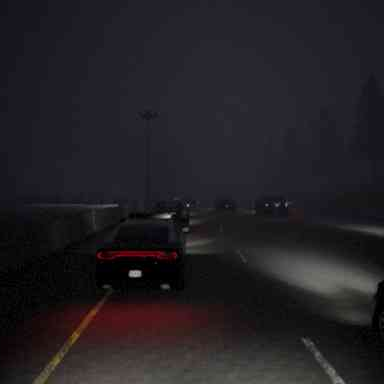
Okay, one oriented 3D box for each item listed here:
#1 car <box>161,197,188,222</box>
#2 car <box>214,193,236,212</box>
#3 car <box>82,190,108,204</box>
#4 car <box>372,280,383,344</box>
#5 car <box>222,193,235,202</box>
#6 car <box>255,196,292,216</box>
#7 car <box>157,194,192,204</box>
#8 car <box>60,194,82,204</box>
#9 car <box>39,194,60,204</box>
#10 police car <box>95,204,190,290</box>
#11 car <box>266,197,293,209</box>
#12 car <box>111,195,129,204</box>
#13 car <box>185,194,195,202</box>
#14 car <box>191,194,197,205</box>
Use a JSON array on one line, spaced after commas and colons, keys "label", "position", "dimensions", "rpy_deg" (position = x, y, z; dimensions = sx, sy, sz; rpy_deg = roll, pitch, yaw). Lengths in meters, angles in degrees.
[{"label": "car", "position": [-1.220, 1.244, 25.139], "dimensions": [1.801, 1.575, 5.366], "rpy_deg": [0, 0, 0]}, {"label": "car", "position": [3.370, 1.188, 34.622], "dimensions": [1.882, 1.535, 5.008], "rpy_deg": [0, 0, 0]}, {"label": "car", "position": [-14.411, 0.774, 50.607], "dimensions": [2.150, 2.045, 5.566], "rpy_deg": [0, 0, 0]}, {"label": "car", "position": [3.571, 1.477, 2.954], "dimensions": [2.128, 1.511, 4.902], "rpy_deg": [0, 0, 0]}, {"label": "car", "position": [6.696, 0.987, 61.939], "dimensions": [1.882, 1.535, 5.008], "rpy_deg": [0, 0, 0]}, {"label": "car", "position": [6.904, 1.114, 29.240], "dimensions": [2.097, 1.767, 4.553], "rpy_deg": [0, 1, 0]}, {"label": "car", "position": [-1.181, 1.194, 18.908], "dimensions": [2.097, 1.767, 4.553], "rpy_deg": [0, 0, 0]}, {"label": "car", "position": [-17.908, 1.075, 50.605], "dimensions": [1.812, 1.442, 4.674], "rpy_deg": [0, 0, 0]}, {"label": "car", "position": [-21.406, 1.050, 50.605], "dimensions": [1.837, 1.490, 4.892], "rpy_deg": [0, 1, 0]}, {"label": "police car", "position": [-1.117, 1.355, 9.028], "dimensions": [1.930, 1.638, 5.238], "rpy_deg": [0, 1, 0]}, {"label": "car", "position": [10.337, 1.274, 39.721], "dimensions": [1.895, 1.301, 4.718], "rpy_deg": [0, 0, 0]}, {"label": "car", "position": [-10.913, 1.157, 50.679], "dimensions": [1.895, 1.301, 4.718], "rpy_deg": [0, 0, 0]}, {"label": "car", "position": [-0.391, 1.037, 59.866], "dimensions": [1.812, 1.442, 4.674], "rpy_deg": [0, 0, 0]}, {"label": "car", "position": [-0.292, 1.192, 47.832], "dimensions": [1.895, 1.301, 4.718], "rpy_deg": [0, 0, 0]}]
